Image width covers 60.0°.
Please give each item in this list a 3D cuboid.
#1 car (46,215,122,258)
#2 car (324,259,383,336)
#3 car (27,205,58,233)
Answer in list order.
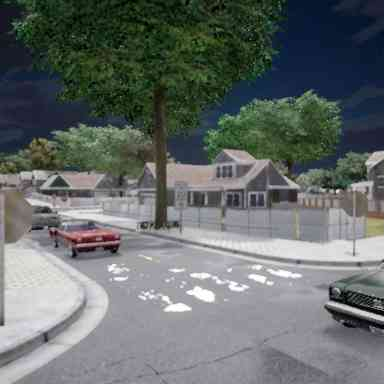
[{"bbox_3d":[-4.713,1.867,14.344,1.895,1.301,4.718,0,-1,-34],"label":"car"},{"bbox_3d":[4.495,1.664,5.970,4.718,1.301,1.895,-1,-1,-34],"label":"car"},{"bbox_3d":[-10.437,1.709,22.823,2.097,1.767,4.553,0,-1,-34],"label":"car"}]
